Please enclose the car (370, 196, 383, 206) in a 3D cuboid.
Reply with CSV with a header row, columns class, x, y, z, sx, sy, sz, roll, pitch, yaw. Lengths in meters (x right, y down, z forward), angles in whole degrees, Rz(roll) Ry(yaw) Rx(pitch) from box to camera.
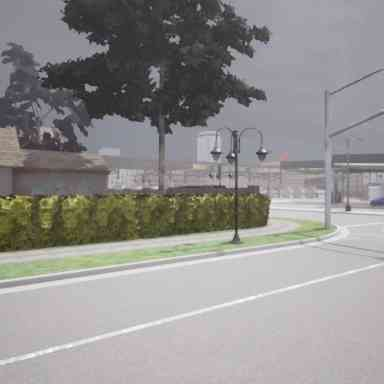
class,x,y,z,sx,sy,sz,roll,pitch,yaw
car,28.512,1.293,48.482,2.242,1.667,4.611,0,0,-35
